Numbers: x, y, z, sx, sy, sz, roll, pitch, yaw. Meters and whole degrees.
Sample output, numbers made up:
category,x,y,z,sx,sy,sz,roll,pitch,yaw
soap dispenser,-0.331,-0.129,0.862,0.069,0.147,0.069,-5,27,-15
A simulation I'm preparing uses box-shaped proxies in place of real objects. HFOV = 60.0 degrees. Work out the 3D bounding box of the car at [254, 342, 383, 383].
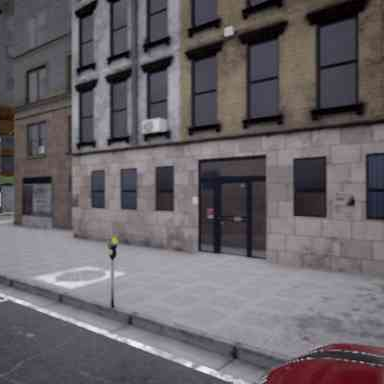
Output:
category,x,y,z,sx,sy,sz,roll,pitch,yaw
car,1.985,1.438,1.393,4.097,1.590,1.967,0,0,36
